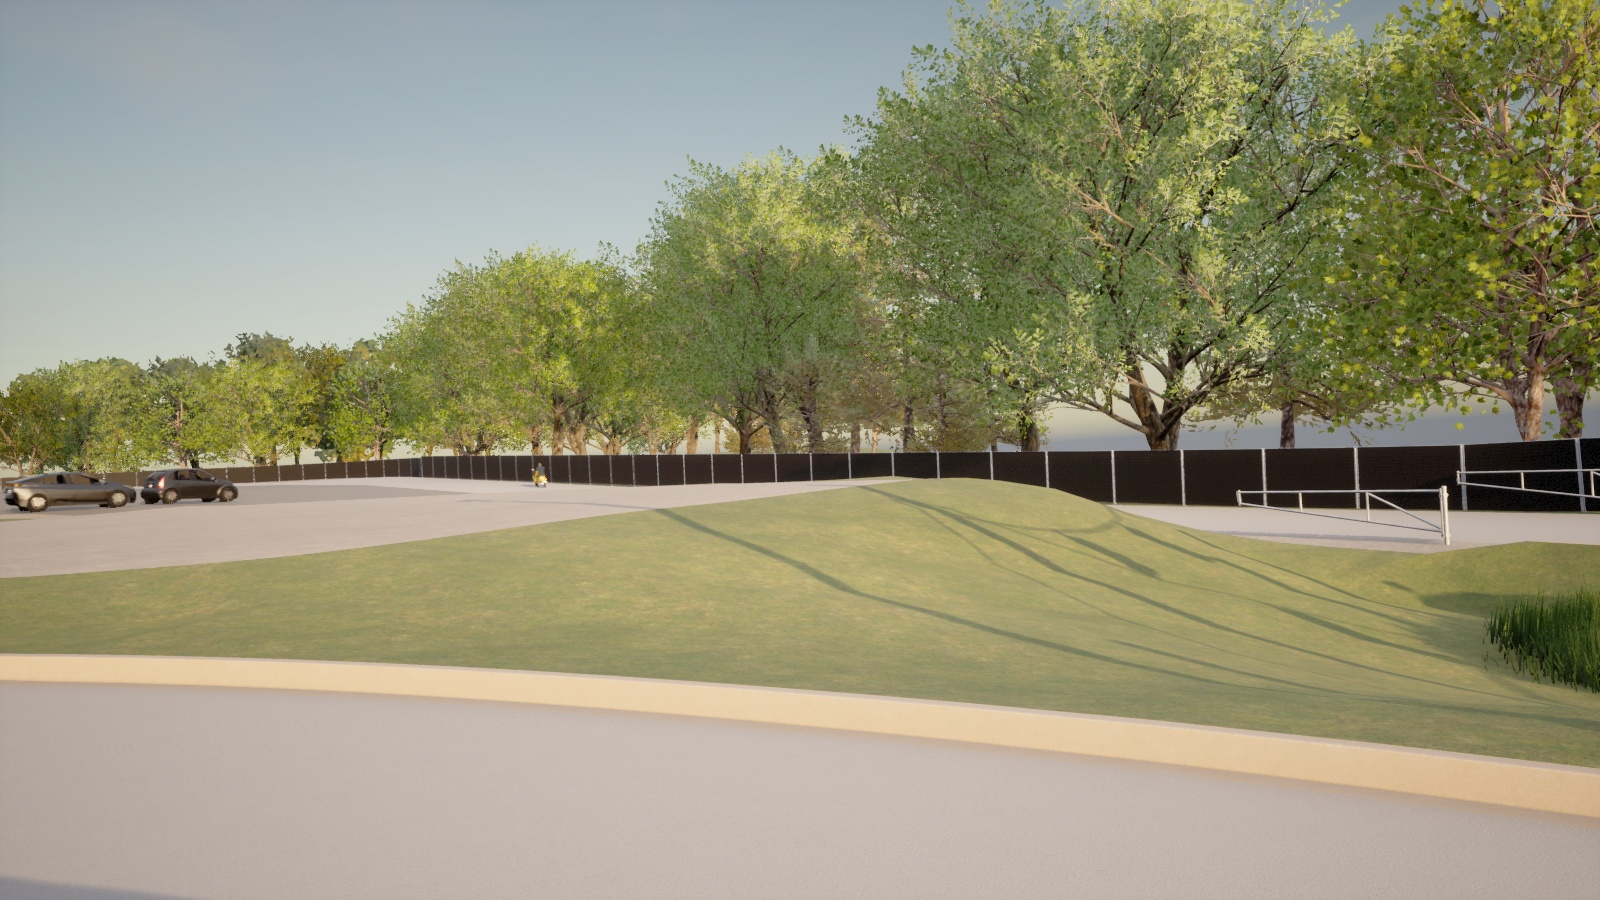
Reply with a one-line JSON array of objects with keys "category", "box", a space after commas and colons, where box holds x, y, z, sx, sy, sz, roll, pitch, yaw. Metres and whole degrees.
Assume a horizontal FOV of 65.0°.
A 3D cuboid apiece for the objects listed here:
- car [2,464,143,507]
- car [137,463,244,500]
[{"category": "car", "box": [-29.111, 1.387, 50.327, 4.514, 1.525, 2.007, -2, 1, -44]}, {"category": "car", "box": [-27.890, 1.399, 57.557, 1.851, 1.617, 3.988, -1, -1, 34]}]
